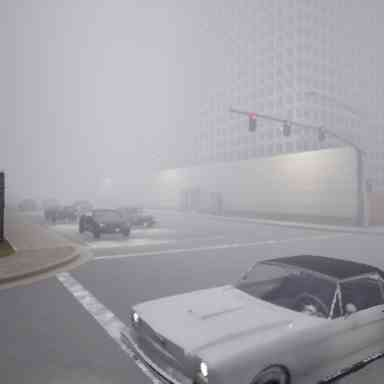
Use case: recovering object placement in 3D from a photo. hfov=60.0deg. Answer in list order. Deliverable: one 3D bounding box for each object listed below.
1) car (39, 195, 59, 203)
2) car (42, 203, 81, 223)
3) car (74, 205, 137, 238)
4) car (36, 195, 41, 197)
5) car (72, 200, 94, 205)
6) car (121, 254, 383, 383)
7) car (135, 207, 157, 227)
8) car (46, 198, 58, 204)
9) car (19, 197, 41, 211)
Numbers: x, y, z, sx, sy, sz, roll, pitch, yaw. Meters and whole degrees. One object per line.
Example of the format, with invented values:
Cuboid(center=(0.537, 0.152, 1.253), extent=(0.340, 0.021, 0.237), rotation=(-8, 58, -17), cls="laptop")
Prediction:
Cuboid(center=(-21.379, 1.796, 50.470), extent=(2.097, 1.767, 4.553), rotation=(1, -1, -33), cls="car")
Cuboid(center=(-11.100, 1.838, 28.157), extent=(1.895, 1.301, 4.718), rotation=(1, -1, -33), cls="car")
Cuboid(center=(-5.065, 1.693, 18.921), extent=(1.812, 1.442, 4.674), rotation=(1, -1, -33), cls="car")
Cuboid(center=(-36.478, 1.773, 80.000), extent=(2.150, 2.045, 5.566), rotation=(1, -1, -33), cls="car")
Cuboid(center=(-11.740, 1.684, 35.553), extent=(2.097, 1.767, 4.553), rotation=(1, -1, -33), cls="car")
Cuboid(center=(1.499, 1.656, 4.659), extent=(4.718, 1.301, 1.895), rotation=(1, -1, -33), cls="car")
Cuboid(center=(-4.535, 1.796, 24.507), extent=(2.033, 1.411, 5.357), rotation=(1, -1, -33), cls="car")
Cuboid(center=(-36.268, 2.264, 86.066), extent=(1.882, 1.535, 5.008), rotation=(1, -1, -33), cls="car")
Cuboid(center=(-23.095, 1.870, 46.659), extent=(2.128, 1.511, 4.902), rotation=(1, -1, -33), cls="car")
